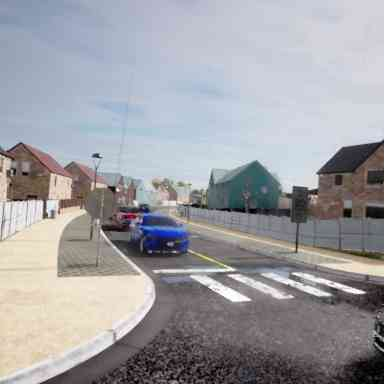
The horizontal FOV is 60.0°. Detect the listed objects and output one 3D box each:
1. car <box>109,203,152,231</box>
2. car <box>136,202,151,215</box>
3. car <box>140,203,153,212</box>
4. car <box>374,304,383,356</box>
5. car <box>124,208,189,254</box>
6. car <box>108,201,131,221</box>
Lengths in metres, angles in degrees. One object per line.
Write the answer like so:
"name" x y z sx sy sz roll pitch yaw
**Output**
"car" -4.500 1.760 23.584 2.097 1.767 4.553 4 -2 -17
"car" -7.305 2.440 50.264 2.097 1.767 4.553 4 -1 -8
"car" -8.278 2.863 60.341 1.994 1.385 4.181 4 -2 -4
"car" 4.840 1.798 4.923 4.892 1.490 1.837 5 -3 -27
"car" -1.604 1.734 14.893 1.882 1.535 5.008 4 -2 -19
"car" -7.602 1.967 35.132 2.097 1.767 4.553 4 -2 -12
